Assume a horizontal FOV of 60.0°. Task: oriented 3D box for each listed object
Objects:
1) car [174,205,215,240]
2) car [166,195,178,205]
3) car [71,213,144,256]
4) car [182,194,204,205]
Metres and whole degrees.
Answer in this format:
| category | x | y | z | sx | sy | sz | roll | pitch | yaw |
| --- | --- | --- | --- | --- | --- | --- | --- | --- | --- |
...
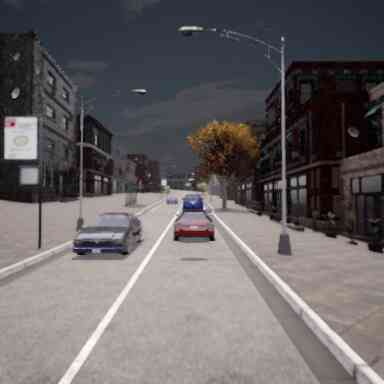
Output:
| category | x | y | z | sx | sy | sz | roll | pitch | yaw |
| --- | --- | --- | --- | --- | --- | --- | --- | --- | --- |
| car | 0.105 | 1.575 | 17.118 | 1.994 | 1.385 | 4.181 | 0 | 0 | 0 |
| car | -3.302 | 1.309 | 55.696 | 1.812 | 1.442 | 4.674 | 0 | 1 | 0 |
| car | -3.116 | 1.556 | 13.485 | 2.033 | 1.411 | 5.357 | 0 | 0 | 0 |
| car | 0.106 | 1.204 | 35.603 | 2.150 | 2.045 | 5.566 | 0 | 0 | 0 |
